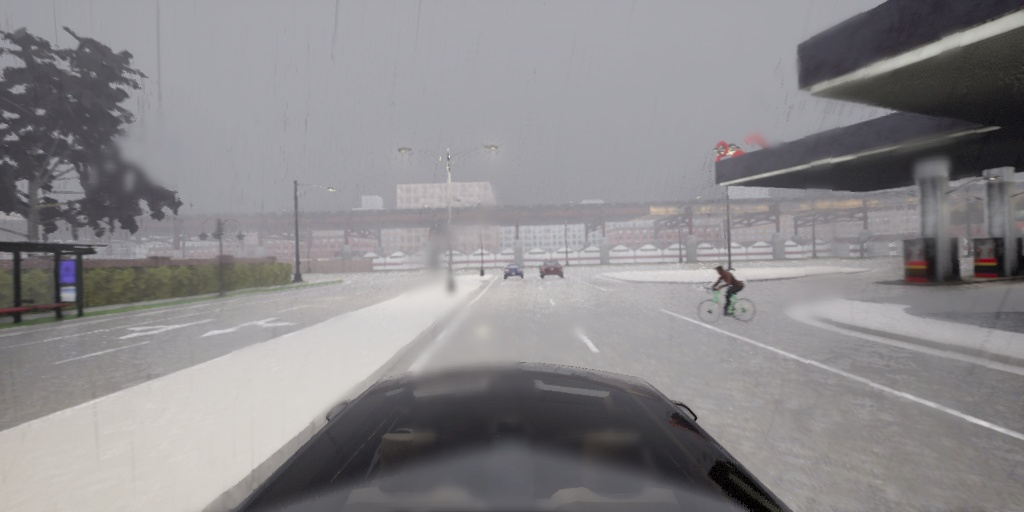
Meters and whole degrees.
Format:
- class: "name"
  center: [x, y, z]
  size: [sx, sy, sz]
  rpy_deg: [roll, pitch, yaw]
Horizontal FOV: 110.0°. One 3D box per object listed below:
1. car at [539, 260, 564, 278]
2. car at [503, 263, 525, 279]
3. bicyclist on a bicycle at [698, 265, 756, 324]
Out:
- class: "car"
  center: [3.714, 1.172, 34.731]
  size: [2.097, 1.767, 4.553]
  rpy_deg: [-2, 0, 1]
- class: "car"
  center: [0.177, 1.447, 35.007]
  size: [1.812, 1.442, 4.674]
  rpy_deg: [-2, 0, 1]
- class: "bicyclist on a bicycle"
  center: [5.980, 1.074, 10.021]
  size: [1.656, 1.620, 0.582]
  rpy_deg: [-2, 0, -1]
